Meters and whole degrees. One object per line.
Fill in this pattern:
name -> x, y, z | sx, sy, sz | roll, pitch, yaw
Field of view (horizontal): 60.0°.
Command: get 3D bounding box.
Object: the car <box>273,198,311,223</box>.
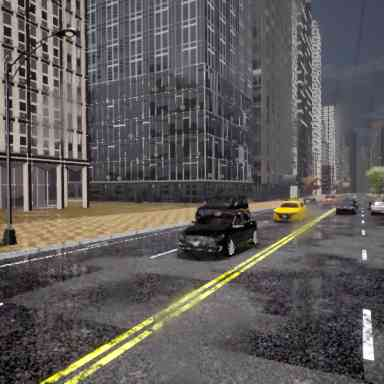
car -> 7.709, 1.464, 25.857 | 1.882, 1.535, 5.008 | 0, 0, 27

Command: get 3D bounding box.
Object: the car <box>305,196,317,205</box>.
car -> 20.533, 1.462, 58.051 | 2.128, 1.511, 4.902 | 0, 0, 27

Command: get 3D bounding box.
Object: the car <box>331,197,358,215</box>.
car -> 15.952, 1.530, 34.396 | 2.033, 1.411, 5.357 | 0, 0, 27

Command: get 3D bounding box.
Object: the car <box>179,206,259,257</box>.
car -> 1.234, 1.500, 13.167 | 1.837, 1.490, 4.892 | 0, 0, 27

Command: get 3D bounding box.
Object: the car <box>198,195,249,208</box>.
car -> 2.175, 1.209, 22.166 | 2.150, 2.045, 5.566 | 0, 0, 27

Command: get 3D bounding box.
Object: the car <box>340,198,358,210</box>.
car -> 20.566, 1.542, 43.467 | 1.994, 1.385, 4.181 | 0, 0, 28

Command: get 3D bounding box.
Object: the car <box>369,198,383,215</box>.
car -> 19.095, 1.584, 33.523 | 1.895, 1.301, 4.718 | 0, 0, 28

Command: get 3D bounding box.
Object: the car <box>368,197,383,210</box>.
car -> 23.762, 1.470, 42.658 | 2.128, 1.511, 4.902 | 0, 0, 28

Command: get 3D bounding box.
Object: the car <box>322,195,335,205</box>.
car -> 23.589, 1.325, 56.888 | 2.097, 1.767, 4.553 | 0, 0, 27
